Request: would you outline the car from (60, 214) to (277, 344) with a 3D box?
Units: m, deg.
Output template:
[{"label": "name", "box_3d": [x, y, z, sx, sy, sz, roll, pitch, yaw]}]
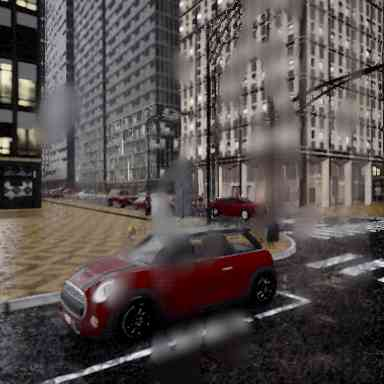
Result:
[{"label": "car", "box_3d": [-0.311, 1.426, 6.340, 4.097, 1.590, 1.967, 0, 0, -35]}]

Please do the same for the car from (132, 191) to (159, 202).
[{"label": "car", "box_3d": [-6.819, 0.612, 48.367, 1.752, 1.417, 4.829, 1, 1, -36]}]

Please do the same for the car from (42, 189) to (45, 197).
[{"label": "car", "box_3d": [-26.483, 0.263, 61.414, 2.008, 1.369, 4.403, 1, 1, -36]}]

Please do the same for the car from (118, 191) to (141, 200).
[{"label": "car", "box_3d": [-9.970, 0.549, 52.761, 1.947, 1.339, 4.313, 1, 1, -36]}]

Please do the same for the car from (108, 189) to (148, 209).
[{"label": "car", "box_3d": [-6.993, 0.670, 34.230, 2.192, 1.841, 5.009, 1, 1, -36]}]

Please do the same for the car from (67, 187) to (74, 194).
[{"label": "car", "box_3d": [-29.462, -0.114, 79.952, 1.887, 1.381, 4.507, 1, 1, -36]}]

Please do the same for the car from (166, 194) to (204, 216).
[{"label": "car", "box_3d": [-0.501, 1.009, 25.170, 1.967, 1.590, 4.097, 1, 1, -36]}]

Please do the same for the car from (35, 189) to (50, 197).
[{"label": "car", "box_3d": [-29.731, 0.150, 65.944, 1.887, 1.381, 4.507, 1, 1, -36]}]

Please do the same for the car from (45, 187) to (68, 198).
[{"label": "car", "box_3d": [-23.236, 0.364, 56.883, 1.887, 1.381, 4.507, 1, 1, -36]}]

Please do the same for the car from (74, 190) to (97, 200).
[{"label": "car", "box_3d": [-16.339, 0.490, 51.850, 1.812, 1.442, 4.674, 0, 1, -36]}]

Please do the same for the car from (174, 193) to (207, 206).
[{"label": "car", "box_3d": [-0.224, 0.887, 39.163, 1.802, 1.307, 4.206, 1, 1, -36]}]

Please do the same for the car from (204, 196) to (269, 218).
[{"label": "car", "box_3d": [3.357, 1.090, 24.208, 1.882, 1.535, 5.008, 0, 1, -36]}]

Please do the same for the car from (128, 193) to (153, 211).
[{"label": "car", "box_3d": [-3.752, 1.044, 29.701, 1.802, 1.307, 4.206, 1, 1, -36]}]

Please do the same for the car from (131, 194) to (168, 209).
[{"label": "car", "box_3d": [-4.592, 0.950, 35.299, 1.895, 1.301, 4.718, 0, 1, -36]}]

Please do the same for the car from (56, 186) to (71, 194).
[{"label": "car", "box_3d": [-32.706, -0.450, 84.483, 2.192, 1.841, 5.009, 1, 1, -36]}]
